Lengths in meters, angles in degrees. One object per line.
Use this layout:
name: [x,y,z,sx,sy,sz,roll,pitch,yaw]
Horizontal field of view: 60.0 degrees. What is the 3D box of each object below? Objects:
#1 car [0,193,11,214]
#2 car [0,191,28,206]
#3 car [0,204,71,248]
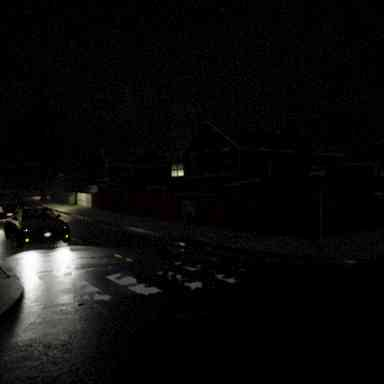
car: [-18.306,1.003,31.030,2.097,1.767,4.553,-2,1,-32]
car: [-12.358,0.989,22.042,2.150,2.045,5.566,-2,1,-35]
car: [-6.705,1.426,14.281,1.994,1.385,4.181,-2,2,-37]
